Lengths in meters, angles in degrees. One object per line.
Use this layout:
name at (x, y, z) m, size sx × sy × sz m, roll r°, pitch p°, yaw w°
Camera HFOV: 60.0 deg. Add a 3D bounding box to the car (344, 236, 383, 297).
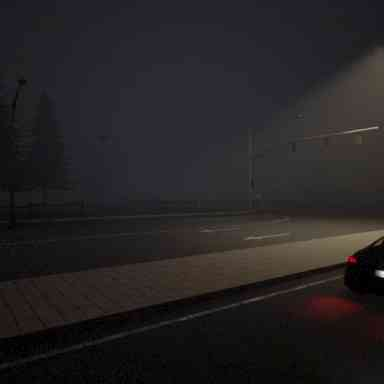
car at (5.356, 1.564, 7.597) m, size 4.181 × 1.385 × 1.994 m, roll 0°, pitch 0°, yaw -35°
